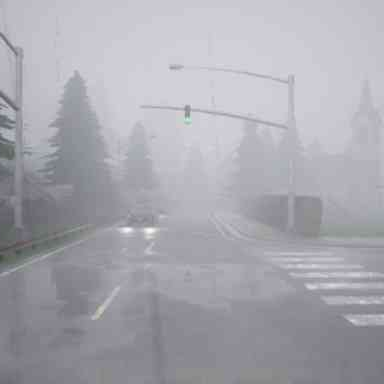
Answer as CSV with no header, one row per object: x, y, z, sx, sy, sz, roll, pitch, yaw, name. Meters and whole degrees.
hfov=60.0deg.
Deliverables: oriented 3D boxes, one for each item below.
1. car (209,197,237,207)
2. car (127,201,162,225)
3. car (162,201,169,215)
5.304,1.484,55.666,5.566,2.045,2.150,1,-1,-43,car
-3.573,1.621,24.923,1.837,1.490,4.892,0,0,0,car
-3.590,1.717,36.475,2.033,1.411,5.357,0,0,2,car
